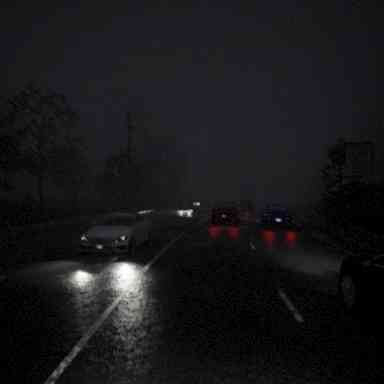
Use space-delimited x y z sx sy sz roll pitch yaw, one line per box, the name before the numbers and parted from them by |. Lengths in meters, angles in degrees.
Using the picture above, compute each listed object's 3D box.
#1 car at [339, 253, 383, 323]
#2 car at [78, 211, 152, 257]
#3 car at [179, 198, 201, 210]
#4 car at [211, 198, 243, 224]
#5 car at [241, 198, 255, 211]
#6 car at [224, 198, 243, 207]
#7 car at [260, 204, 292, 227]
car | 3.813 1.501 4.795 2.128 1.511 4.902 0 0 2
car | -2.806 1.521 13.202 1.812 1.442 4.674 0 0 6
car | -0.224 1.491 43.806 2.128 1.511 4.902 0 0 17
car | 2.616 1.489 25.233 1.882 1.535 5.008 0 0 10
car | 6.805 1.518 42.189 2.128 1.511 4.902 0 0 17
car | 6.775 1.623 53.363 1.895 1.301 4.718 0 0 21
car | 5.707 1.546 22.731 1.812 1.442 4.674 0 0 10
